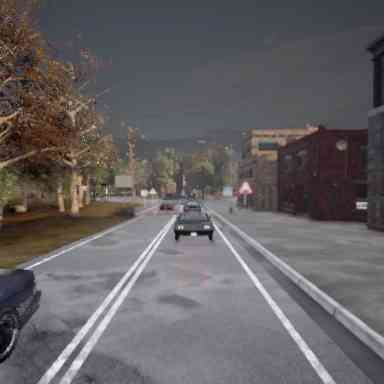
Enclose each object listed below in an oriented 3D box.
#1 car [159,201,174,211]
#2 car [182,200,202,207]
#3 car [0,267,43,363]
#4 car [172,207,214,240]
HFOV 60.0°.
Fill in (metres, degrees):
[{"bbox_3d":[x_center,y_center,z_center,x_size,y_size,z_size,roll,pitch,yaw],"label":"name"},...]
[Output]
[{"bbox_3d":[-3.439,1.895,45.649,1.895,1.301,4.718,0,0,0],"label":"car"},{"bbox_3d":[0.034,1.628,35.299,1.837,1.490,4.892,0,3,0],"label":"car"},{"bbox_3d":[-3.351,1.549,3.100,2.033,1.411,5.357,0,0,0],"label":"car"},{"bbox_3d":[0.083,1.664,17.466,1.895,1.301,4.718,0,0,0],"label":"car"}]
